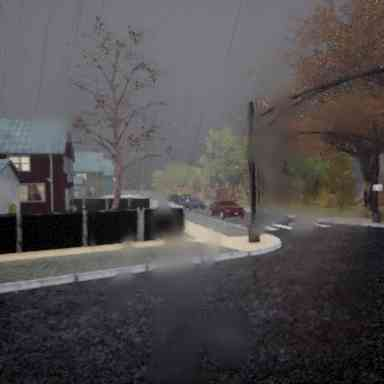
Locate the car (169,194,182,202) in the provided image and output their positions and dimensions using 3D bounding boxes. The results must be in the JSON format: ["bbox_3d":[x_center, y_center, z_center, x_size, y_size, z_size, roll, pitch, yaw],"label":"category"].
[{"bbox_3d":[-3.438,1.187,68.211,1.837,1.490,4.892,-2,1,-13],"label":"car"}]

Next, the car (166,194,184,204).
[{"bbox_3d":[-3.061,1.327,54.255,1.837,1.490,4.892,-2,0,-13],"label":"car"}]

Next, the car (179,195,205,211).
[{"bbox_3d":[0.220,1.432,40.134,2.033,1.411,5.357,-2,1,-13],"label":"car"}]

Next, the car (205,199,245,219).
[{"bbox_3d":[2.921,1.413,28.583,1.882,1.535,5.008,-2,1,-13],"label":"car"}]
